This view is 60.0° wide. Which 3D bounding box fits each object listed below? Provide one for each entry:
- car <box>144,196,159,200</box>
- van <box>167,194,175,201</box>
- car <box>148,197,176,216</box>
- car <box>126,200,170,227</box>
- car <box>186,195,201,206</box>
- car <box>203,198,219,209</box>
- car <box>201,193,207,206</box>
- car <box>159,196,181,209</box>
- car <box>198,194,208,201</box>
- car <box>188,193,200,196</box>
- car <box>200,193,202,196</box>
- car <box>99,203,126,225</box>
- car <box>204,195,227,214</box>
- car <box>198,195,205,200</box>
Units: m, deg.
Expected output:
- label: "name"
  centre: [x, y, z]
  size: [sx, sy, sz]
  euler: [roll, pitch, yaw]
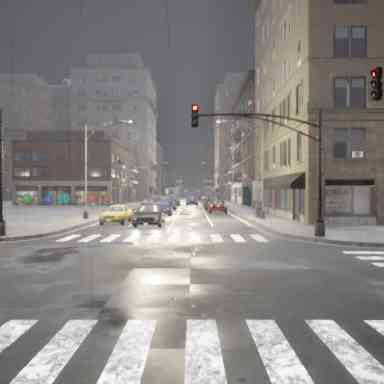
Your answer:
- label: "car"
  centre: [-5.389, 1.546, 41.076]
  size: [2.008, 1.369, 4.403]
  euler: [0, 0, 0]
- label: "van"
  centre: [-5.391, 1.335, 86.371]
  size: [1.690, 1.788, 3.998]
  euler: [0, 0, 0]
- label: "car"
  centre: [-2.839, 1.522, 32.052]
  size: [1.812, 1.442, 4.674]
  euler: [0, 0, 0]
- label: "car"
  centre: [-2.835, 1.544, 22.747]
  size: [2.033, 1.411, 5.357]
  euler: [0, 0, -1]
- label: "car"
  centre: [-0.002, 1.595, 53.906]
  size: [1.895, 1.301, 4.718]
  euler: [0, 0, 0]
- label: "car"
  centre: [2.636, 1.561, 46.738]
  size: [1.947, 1.339, 4.313]
  euler: [0, 0, 0]
- label: "car"
  centre: [2.636, 1.310, 41.076]
  size: [2.192, 1.841, 5.009]
  euler: [0, 0, 0]
- label: "car"
  centre: [-2.789, 1.543, 41.788]
  size: [2.033, 1.411, 5.357]
  euler: [0, 0, 1]
- label: "car"
  centre: [2.634, 1.309, 80.709]
  size: [2.192, 1.841, 5.009]
  euler: [0, 0, 0]
- label: "car"
  centre: [-0.003, 1.215, 64.208]
  size: [2.150, 2.045, 5.566]
  euler: [0, 0, 0]
- label: "car"
  centre: [2.635, 1.544, 69.386]
  size: [2.008, 1.369, 4.403]
  euler: [0, 0, 0]
- label: "car"
  centre: [-5.388, 1.522, 23.920]
  size: [1.752, 1.417, 4.829]
  euler: [0, 0, 0]
- label: "car"
  centre: [2.636, 1.436, 35.414]
  size: [1.967, 1.590, 4.097]
  euler: [0, 0, 0]
- label: "car"
  centre: [2.634, 1.560, 92.033]
  size: [1.947, 1.339, 4.313]
  euler: [0, 0, 0]
